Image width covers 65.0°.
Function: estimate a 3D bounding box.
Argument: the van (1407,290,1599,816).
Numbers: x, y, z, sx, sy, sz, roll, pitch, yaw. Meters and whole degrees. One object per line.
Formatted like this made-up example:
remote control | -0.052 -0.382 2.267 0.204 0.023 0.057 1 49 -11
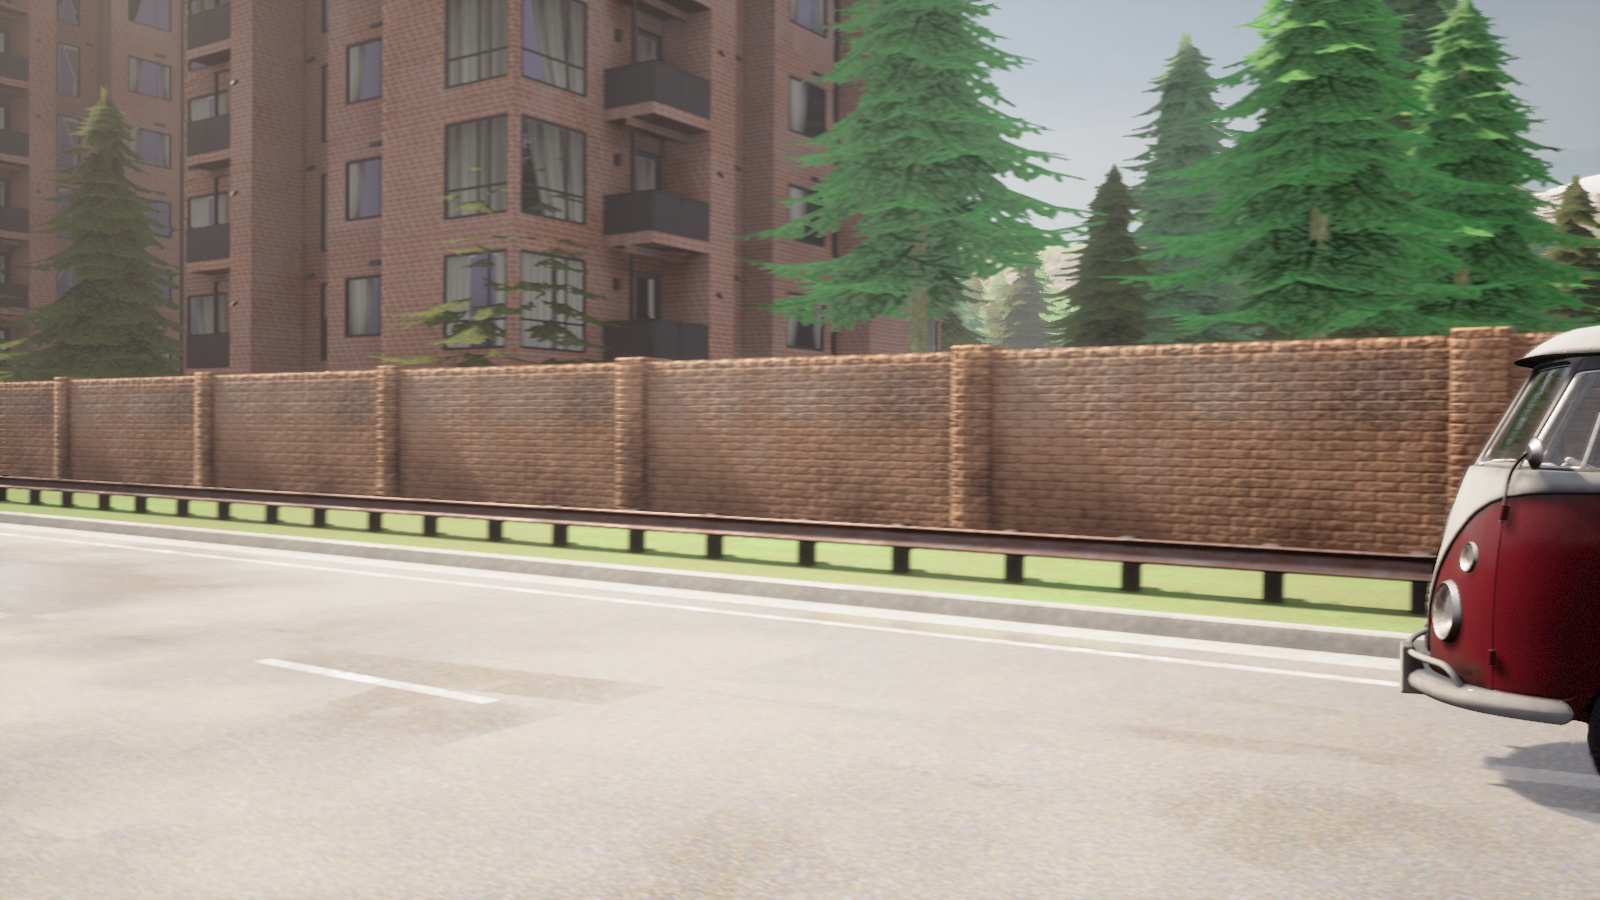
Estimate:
van | 4.814 0.377 4.622 4.442 1.987 1.775 0 1 34
